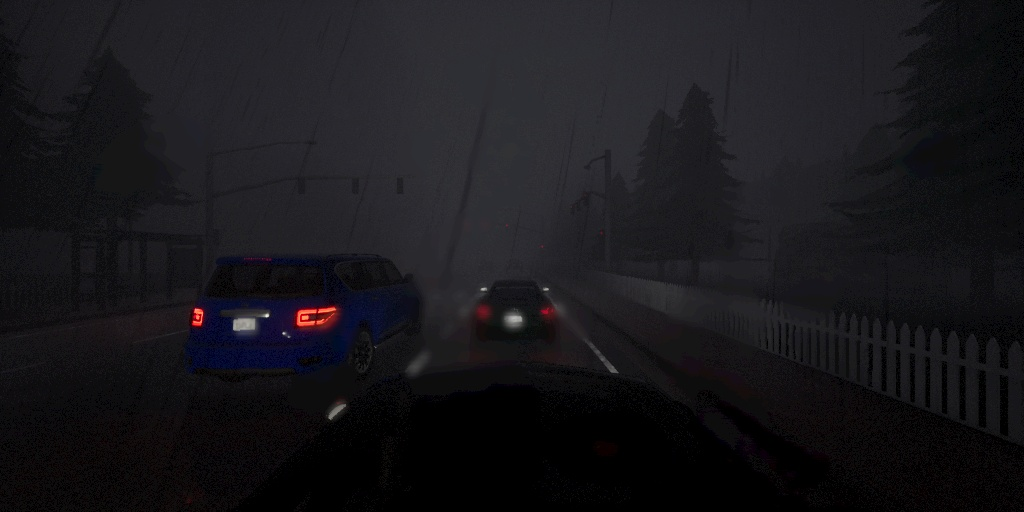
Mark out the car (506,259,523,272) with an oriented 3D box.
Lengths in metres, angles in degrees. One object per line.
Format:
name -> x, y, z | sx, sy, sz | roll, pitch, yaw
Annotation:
car -> 0.281, 1.102, 45.664 | 2.097, 1.767, 4.553 | 0, 0, 0

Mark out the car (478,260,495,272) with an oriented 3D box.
car -> -3.222, 1.242, 45.570 | 2.128, 1.511, 4.902 | 0, 0, 1

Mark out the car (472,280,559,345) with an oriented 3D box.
car -> 0.089, 1.314, 9.556 | 1.994, 1.385, 4.181 | 0, 0, 1

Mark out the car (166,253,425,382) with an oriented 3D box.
car -> -3.404, 0.972, 7.276 | 2.150, 2.045, 5.566 | 0, 0, 0
